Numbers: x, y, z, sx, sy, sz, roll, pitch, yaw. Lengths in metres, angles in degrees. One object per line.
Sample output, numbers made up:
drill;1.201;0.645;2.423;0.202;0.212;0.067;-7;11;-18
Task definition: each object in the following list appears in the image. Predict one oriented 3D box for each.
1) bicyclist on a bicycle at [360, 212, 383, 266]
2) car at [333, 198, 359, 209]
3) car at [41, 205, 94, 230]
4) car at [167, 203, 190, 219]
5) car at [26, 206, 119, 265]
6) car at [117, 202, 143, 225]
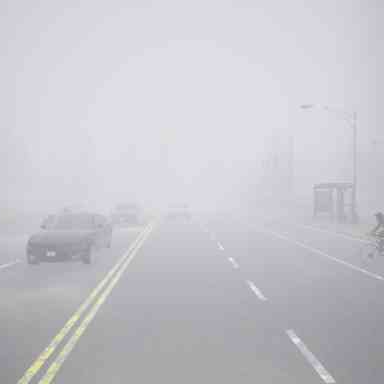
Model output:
bicyclist on a bicycle;5.909;1.442;10.173;1.656;1.620;0.582;-2;0;-3
car;17.633;1.434;40.280;4.902;1.511;2.128;0;0;-2
car;-8.045;1.600;22.036;1.895;1.301;4.718;0;0;-2
car;-1.223;1.600;28.560;1.895;1.301;4.718;0;0;-4
car;-4.091;1.477;11.887;1.882;1.535;5.008;0;0;-3
car;-4.584;1.502;23.658;1.837;1.490;4.892;0;0;-2
